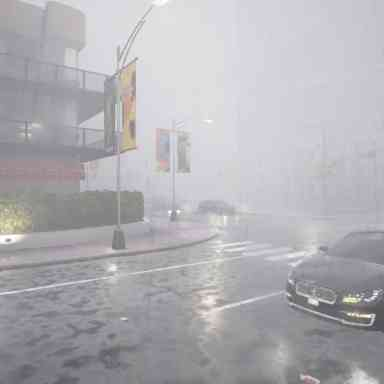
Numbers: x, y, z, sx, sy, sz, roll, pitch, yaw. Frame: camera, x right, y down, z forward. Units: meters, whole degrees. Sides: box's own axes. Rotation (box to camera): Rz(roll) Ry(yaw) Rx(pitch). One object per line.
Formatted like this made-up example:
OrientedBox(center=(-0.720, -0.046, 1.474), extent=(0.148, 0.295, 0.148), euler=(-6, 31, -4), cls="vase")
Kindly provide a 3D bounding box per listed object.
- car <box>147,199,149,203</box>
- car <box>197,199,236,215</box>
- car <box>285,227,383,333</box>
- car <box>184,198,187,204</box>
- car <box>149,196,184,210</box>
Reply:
OrientedBox(center=(-6.023, 1.491, 59.267), extent=(4.902, 1.511, 2.128), euler=(0, 0, 42), cls="car")
OrientedBox(center=(2.451, 1.505, 33.846), extent=(1.837, 1.490, 4.892), euler=(0, 0, -35), cls="car")
OrientedBox(center=(3.954, 1.505, 6.684), extent=(4.892, 1.490, 1.837), euler=(0, 0, -34), cls="car")
OrientedBox(center=(-2.419, 1.547, 62.047), extent=(2.033, 1.411, 5.357), euler=(0, 0, -19), cls="car")
OrientedBox(center=(-3.324, 1.564, 42.115), extent=(1.994, 1.385, 4.181), euler=(0, 0, -35), cls="car")
